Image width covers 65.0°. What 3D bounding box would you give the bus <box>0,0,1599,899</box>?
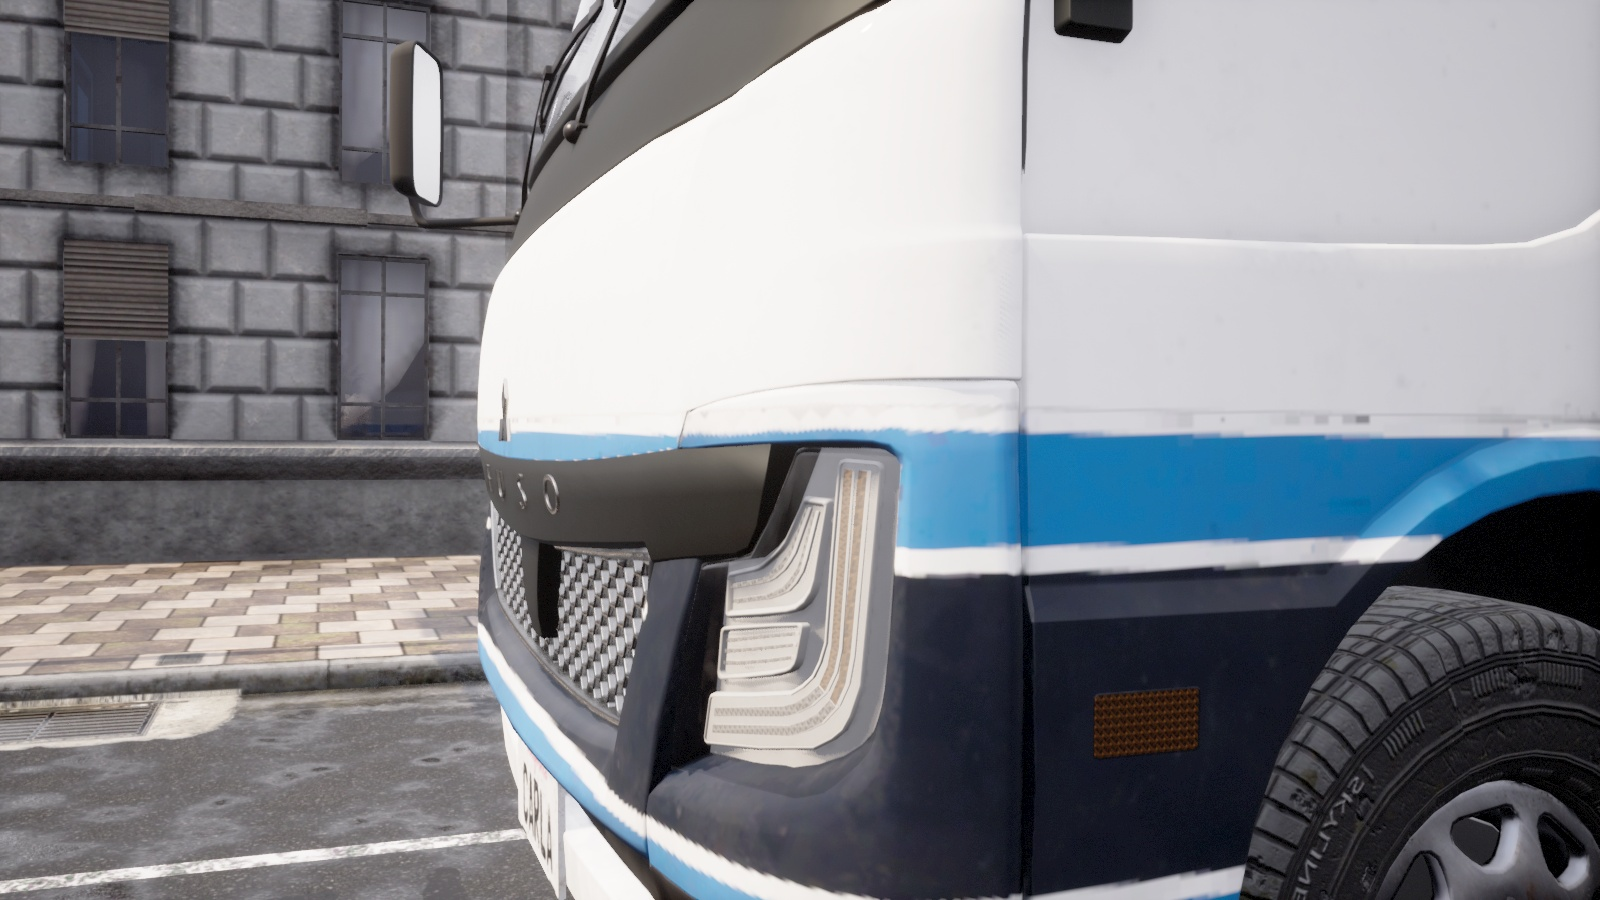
[{"bbox_3d":[3.497,-0.691,4.579,10.273,4.253,3.944,-1,1,-21],"label":"bus"}]
